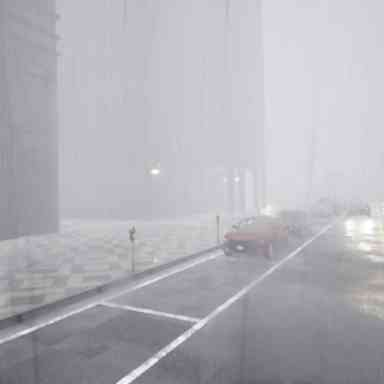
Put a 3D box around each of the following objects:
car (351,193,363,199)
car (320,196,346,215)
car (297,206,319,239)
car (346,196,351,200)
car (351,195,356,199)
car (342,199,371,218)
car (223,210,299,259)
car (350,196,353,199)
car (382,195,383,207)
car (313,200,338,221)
[{"bbox_3d":[37.204,1.350,76.034,2.192,1.841,5.009,-1,-1,29],"label":"car"},{"bbox_3d":[13.484,1.372,32.783,2.192,1.841,5.009,-1,-1,29],"label":"car"},{"bbox_3d":[5.385,1.636,18.002,1.947,1.339,4.313,-1,-1,29],"label":"car"},{"bbox_3d":[18.892,1.594,42.633,1.887,1.381,4.507,-1,-1,29],"label":"car"},{"bbox_3d":[24.296,1.625,52.485,1.802,1.307,4.206,-1,-1,29],"label":"car"},{"bbox_3d":[15.071,1.600,30.053,1.895,1.301,4.718,-1,-1,29],"label":"car"},{"bbox_3d":[2.683,1.619,13.076,1.887,1.381,4.507,-1,-1,29],"label":"car"},{"bbox_3d":[21.594,1.628,47.559,1.802,1.307,4.206,-1,-1,29],"label":"car"},{"bbox_3d":[22.440,1.419,37.099,2.128,1.511,4.902,-1,-1,29],"label":"car"},{"bbox_3d":[10.788,1.643,27.854,1.802,1.307,4.206,-1,-1,29],"label":"car"}]
